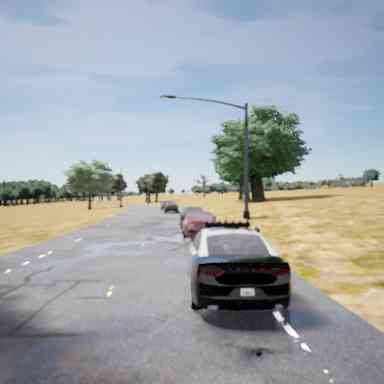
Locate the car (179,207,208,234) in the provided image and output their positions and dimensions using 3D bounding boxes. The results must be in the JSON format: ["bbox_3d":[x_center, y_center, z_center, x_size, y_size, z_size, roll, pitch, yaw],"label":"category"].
[{"bbox_3d":[0.403,1.751,18.159,1.812,1.442,4.674,0,-1,-3],"label":"car"}]

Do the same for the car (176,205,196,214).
[{"bbox_3d":[0.032,1.807,24.182,1.837,1.490,4.892,0,-1,-4],"label":"car"}]

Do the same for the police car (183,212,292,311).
[{"bbox_3d":[0.852,1.525,8.223,1.930,1.638,5.238,0,-1,-2],"label":"police car"}]

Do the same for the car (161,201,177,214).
[{"bbox_3d":[-2.834,2.135,45.092,1.837,1.490,4.892,0,-1,-6],"label":"car"}]
